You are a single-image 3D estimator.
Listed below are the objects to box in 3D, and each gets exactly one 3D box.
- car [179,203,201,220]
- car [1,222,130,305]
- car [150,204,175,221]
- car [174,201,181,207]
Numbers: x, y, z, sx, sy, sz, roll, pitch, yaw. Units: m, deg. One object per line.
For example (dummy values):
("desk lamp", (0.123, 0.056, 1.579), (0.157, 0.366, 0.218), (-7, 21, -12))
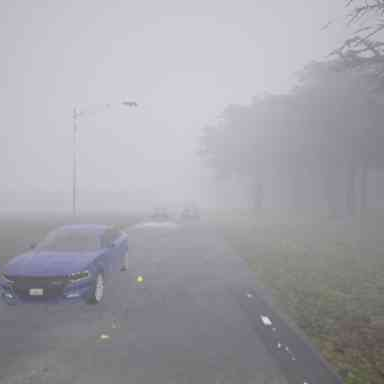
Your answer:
("car", (-0.100, 2.143, 35.239), (1.994, 1.385, 4.181), (0, -1, 0))
("car", (-2.891, 1.614, 8.656), (1.882, 1.535, 5.008), (0, -1, 0))
("car", (-3.040, 2.151, 33.483), (1.895, 1.301, 4.718), (0, -1, 0))
("car", (-3.184, 2.774, 74.960), (2.128, 1.511, 4.902), (0, -1, 0))
